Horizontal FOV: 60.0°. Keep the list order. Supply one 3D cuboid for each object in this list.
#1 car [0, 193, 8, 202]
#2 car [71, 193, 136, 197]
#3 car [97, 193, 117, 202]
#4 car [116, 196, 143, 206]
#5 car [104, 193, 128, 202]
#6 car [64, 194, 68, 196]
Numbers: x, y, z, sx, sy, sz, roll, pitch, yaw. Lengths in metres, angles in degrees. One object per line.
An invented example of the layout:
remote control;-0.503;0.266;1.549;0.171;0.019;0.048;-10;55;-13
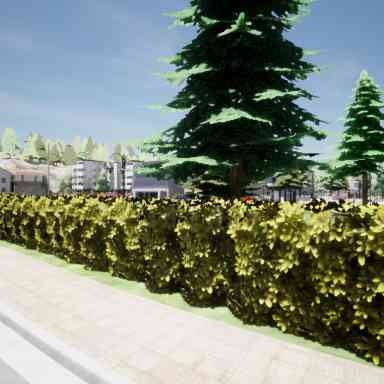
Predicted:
car;-41.776;1.097;70.250;1.932;1.855;4.605;0;0;44
car;-8.090;1.221;31.073;2.150;2.045;5.566;0;0;44
car;-18.225;1.077;71.435;1.905;1.878;3.866;0;0;44
car;-10.068;1.384;53.349;1.970;1.475;3.806;0;0;44
car;-15.867;1.097;69.687;1.932;1.855;4.605;0;0;44
car;-27.333;1.154;80.420;2.152;1.636;5.027;0;0;44
